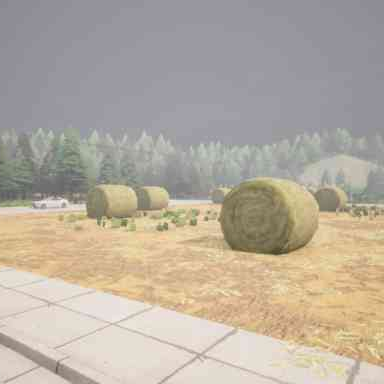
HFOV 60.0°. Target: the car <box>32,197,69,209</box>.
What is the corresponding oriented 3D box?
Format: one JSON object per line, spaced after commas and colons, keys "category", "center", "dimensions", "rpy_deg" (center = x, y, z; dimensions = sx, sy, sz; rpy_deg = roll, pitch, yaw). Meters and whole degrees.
{"category": "car", "center": [-18.396, 1.415, 43.460], "dimensions": [1.812, 1.442, 4.674], "rpy_deg": [0, 0, 36]}
